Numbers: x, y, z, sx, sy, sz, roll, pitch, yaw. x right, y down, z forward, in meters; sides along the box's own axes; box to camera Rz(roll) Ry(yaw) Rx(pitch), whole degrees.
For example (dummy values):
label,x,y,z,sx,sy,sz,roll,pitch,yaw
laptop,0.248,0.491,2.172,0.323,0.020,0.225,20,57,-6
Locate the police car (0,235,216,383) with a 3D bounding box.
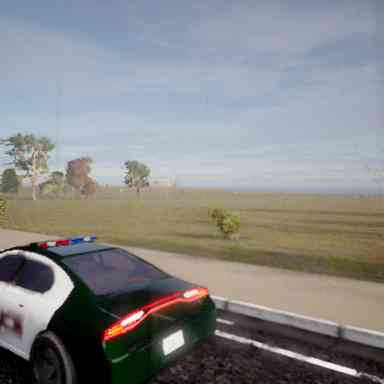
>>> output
label,x,y,z,sx,sy,sz,roll,pitch,yaw
police car,-2.169,1.476,5.113,4.974,1.542,2.038,0,0,36
